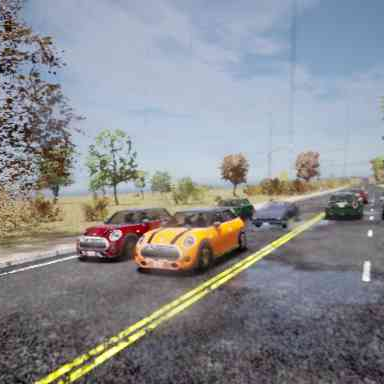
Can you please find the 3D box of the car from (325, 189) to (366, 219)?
[{"bbox_3d":[10.427,0.824,22.748,2.097,1.767,4.553,-3,0,29],"label":"car"}]

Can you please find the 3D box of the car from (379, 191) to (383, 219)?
[{"bbox_3d":[13.321,0.689,21.271,2.097,1.767,4.553,-3,0,29],"label":"car"}]

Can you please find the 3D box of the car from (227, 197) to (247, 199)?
[{"bbox_3d":[2.600,1.198,22.177,2.097,1.767,4.553,-3,0,29],"label":"car"}]

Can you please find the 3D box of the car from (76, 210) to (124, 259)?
[{"bbox_3d":[-2.358,1.446,13.229,2.097,1.767,4.553,-3,0,29],"label":"car"}]

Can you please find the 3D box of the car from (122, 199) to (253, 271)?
[{"bbox_3d":[0.136,1.331,11.015,2.097,1.767,4.553,-3,0,29],"label":"car"}]

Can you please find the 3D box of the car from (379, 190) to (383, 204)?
[{"bbox_3d":[21.989,0.456,36.955,1.994,1.385,4.181,-3,0,29],"label":"car"}]

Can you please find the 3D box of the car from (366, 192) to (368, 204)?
[{"bbox_3d":[18.948,0.386,38.188,2.097,1.767,4.553,-3,0,29],"label":"car"}]

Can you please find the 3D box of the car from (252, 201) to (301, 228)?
[{"bbox_3d":[5.263,1.270,20.268,2.033,1.411,5.357,-3,0,29],"label":"car"}]
